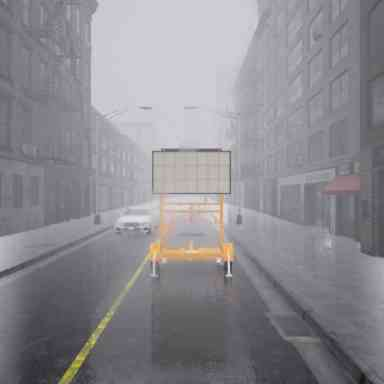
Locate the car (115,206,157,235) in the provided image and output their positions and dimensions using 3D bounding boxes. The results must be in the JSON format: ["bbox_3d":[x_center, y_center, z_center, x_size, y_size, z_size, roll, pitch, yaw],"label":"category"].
[{"bbox_3d":[-3.026,1.536,18.871,1.812,1.442,4.674,0,0,0],"label":"car"}]

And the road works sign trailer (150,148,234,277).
[{"bbox_3d":[-0.013,0.468,10.262,2.380,3.560,2.880,0,0,0],"label":"road works sign trailer"}]
